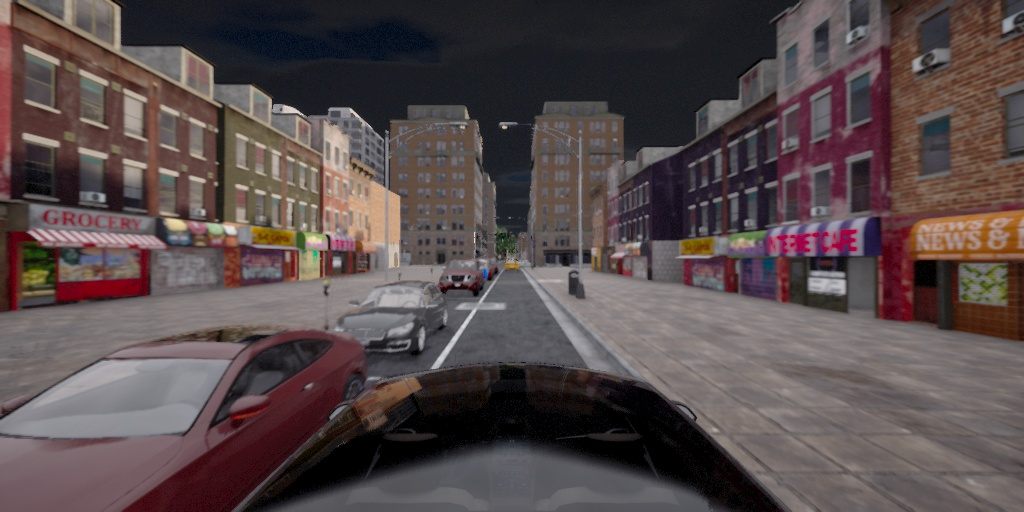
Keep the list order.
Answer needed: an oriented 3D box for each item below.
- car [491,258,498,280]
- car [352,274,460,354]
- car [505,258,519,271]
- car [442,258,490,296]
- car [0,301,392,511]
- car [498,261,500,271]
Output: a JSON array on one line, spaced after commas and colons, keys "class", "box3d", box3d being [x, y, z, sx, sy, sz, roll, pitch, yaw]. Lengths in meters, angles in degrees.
[{"class": "car", "box3d": [-2.631, 1.100, 31.061, 2.192, 1.841, 5.009, 0, 0, 0]}, {"class": "car", "box3d": [-2.636, 1.304, 8.608, 2.007, 1.370, 4.403, 0, 0, 0]}, {"class": "car", "box3d": [0.025, 1.314, 51.102, 1.882, 1.535, 5.008, 0, 0, 0]}, {"class": "car", "box3d": [-2.633, 1.080, 19.834, 2.192, 1.841, 5.009, 0, 0, 0]}, {"class": "car", "box3d": [-2.637, 1.333, 2.994, 1.802, 1.307, 4.207, 0, 0, 0]}, {"class": "car", "box3d": [-2.628, 1.128, 42.288, 2.192, 1.841, 5.009, 0, 0, 0]}]
